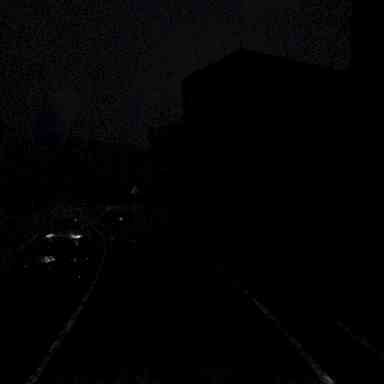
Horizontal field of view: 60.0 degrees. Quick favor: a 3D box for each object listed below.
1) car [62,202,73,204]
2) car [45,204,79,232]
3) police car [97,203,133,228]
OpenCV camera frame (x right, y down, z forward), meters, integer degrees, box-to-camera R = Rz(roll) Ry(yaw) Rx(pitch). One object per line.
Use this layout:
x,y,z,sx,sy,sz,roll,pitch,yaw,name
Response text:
-14.995,2.106,38.886,2.097,1.767,4.553,-3,0,-39,car
-9.048,1.804,22.961,1.882,1.535,5.008,-1,-1,-26,car
-5.795,1.657,24.583,1.930,1.638,5.238,-2,-1,-24,police car
